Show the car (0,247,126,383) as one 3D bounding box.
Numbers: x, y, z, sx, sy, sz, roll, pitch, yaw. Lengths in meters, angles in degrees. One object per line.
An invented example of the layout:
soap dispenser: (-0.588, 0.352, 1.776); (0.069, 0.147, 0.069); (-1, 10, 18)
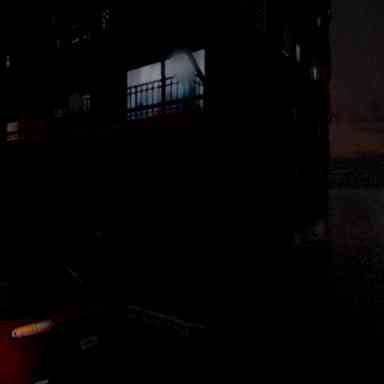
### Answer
car: (-2.949, 1.502, 4.972); (4.507, 1.381, 1.887); (1, 0, 35)

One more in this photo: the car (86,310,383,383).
car: (1.643, 1.570, 1.705); (4.313, 1.339, 1.947); (1, 0, 35)
